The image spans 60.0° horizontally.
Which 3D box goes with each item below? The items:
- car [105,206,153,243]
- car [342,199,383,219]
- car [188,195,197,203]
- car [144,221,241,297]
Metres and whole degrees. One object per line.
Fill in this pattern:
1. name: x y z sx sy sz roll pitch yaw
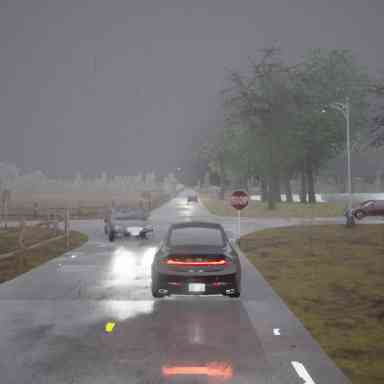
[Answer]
1. car: -3.196 1.471 16.350 2.128 1.511 4.902 0 1 -19
2. car: 14.075 1.300 25.683 4.674 1.442 1.812 -1 -1 0
3. car: 0.094 1.254 64.056 1.837 1.490 4.892 0 1 0
4. car: 0.095 1.506 8.532 1.837 1.490 4.892 0 0 0
